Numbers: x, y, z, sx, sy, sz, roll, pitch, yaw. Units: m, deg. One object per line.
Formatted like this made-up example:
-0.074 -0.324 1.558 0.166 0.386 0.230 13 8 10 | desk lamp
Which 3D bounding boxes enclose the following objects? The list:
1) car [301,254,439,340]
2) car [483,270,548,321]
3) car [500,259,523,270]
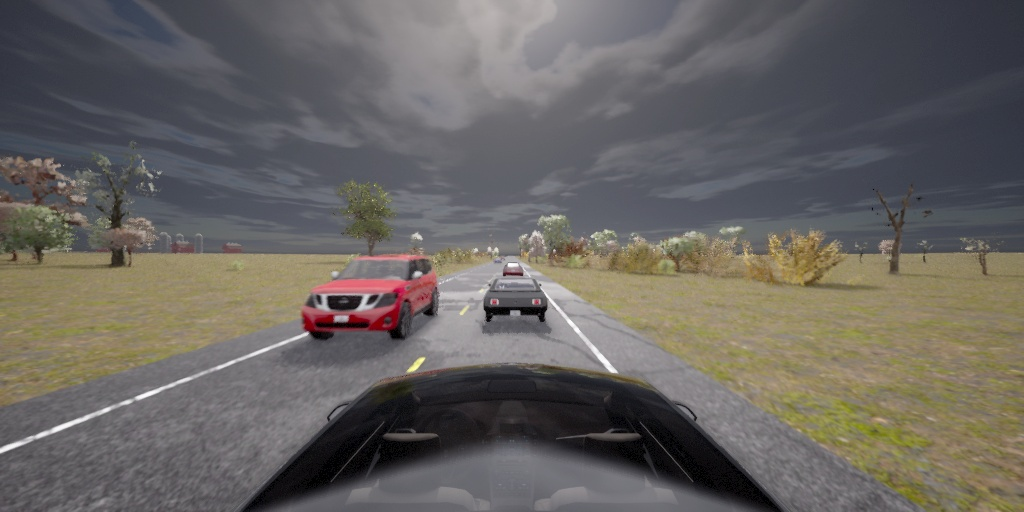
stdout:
-3.599 0.969 10.331 2.150 2.045 5.566 0 0 0 | car
0.102 1.347 12.475 1.895 1.301 4.718 0 0 0 | car
0.105 1.299 35.048 1.994 1.385 4.181 0 0 0 | car
